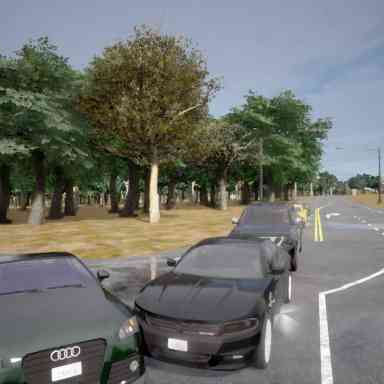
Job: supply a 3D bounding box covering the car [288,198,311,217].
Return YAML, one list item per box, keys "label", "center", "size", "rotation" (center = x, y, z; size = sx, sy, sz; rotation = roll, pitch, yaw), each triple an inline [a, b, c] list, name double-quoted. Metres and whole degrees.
- label: "car"
  center: [11.331, 1.563, 34.931]
  size: [2.097, 1.767, 4.553]
  rotation: [-1, 0, 21]

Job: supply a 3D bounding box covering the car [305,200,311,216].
- label: "car"
  center: [9.302, 1.725, 29.557]
  size: [1.812, 1.442, 4.674]
  rotation: [-1, 0, 21]

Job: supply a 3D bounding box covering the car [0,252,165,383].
- label: "car"
  center: [-2.306, 1.643, 4.960]
  size: [1.994, 1.385, 4.181]
  rotation: [1, -2, -33]

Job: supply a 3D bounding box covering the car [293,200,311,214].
- label: "car"
  center: [13.328, 1.748, 40.141]
  size: [1.812, 1.442, 4.674]
  rotation: [-1, 0, 21]

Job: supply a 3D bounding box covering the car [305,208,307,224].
- label: "car"
  center: [5.091, 1.775, 18.300]
  size: [1.895, 1.301, 4.718]
  rotation: [-1, 0, 21]

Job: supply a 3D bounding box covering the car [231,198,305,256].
- label: "car"
  center: [2.862, 1.460, 12.396]
  size: [2.150, 2.045, 5.566]
  rotation: [-2, 0, 21]

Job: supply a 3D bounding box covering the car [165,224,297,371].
- label: "car"
  center: [0.740, 1.613, 6.256]
  size: [1.882, 1.535, 5.008]
  rotation: [-1, -2, 21]

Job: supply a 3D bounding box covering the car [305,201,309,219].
- label: "car"
  center: [7.241, 1.664, 24.053]
  size: [1.882, 1.535, 5.008]
  rotation: [-1, 0, 21]
